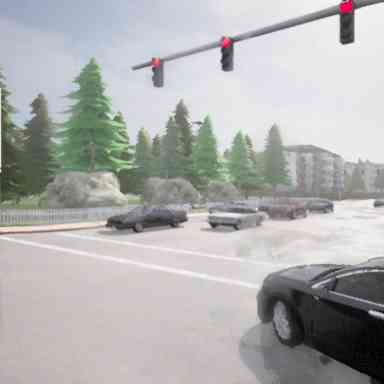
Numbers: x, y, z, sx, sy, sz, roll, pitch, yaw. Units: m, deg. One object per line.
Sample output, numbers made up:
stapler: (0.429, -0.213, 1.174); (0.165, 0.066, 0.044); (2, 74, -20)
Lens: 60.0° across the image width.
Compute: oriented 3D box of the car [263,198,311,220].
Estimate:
car: (8.182, 1.343, 28.366); (2.097, 1.767, 4.553); (1, 0, 36)

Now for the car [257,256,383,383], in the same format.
car: (2.823, 1.510, 4.005); (1.837, 1.490, 4.892); (-3, 2, -29)

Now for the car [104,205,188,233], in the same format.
car: (-2.465, 1.481, 19.610); (2.033, 1.411, 5.357); (1, 0, 39)

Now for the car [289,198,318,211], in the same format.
car: (14.480, 1.538, 42.990); (2.033, 1.411, 5.357); (1, 0, 36)

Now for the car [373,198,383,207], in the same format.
car: (28.801, 1.631, 50.530); (2.033, 1.411, 5.357); (1, 0, 36)

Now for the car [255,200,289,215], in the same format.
car: (8.364, 1.534, 34.572); (1.994, 1.385, 4.181); (1, 0, 37)

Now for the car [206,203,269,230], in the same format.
car: (2.877, 1.574, 21.048); (1.895, 1.301, 4.718); (1, 0, 36)

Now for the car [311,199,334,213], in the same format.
car: (14.285, 1.517, 36.775); (1.837, 1.490, 4.892); (1, 0, 36)

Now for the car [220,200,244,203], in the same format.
car: (3.129, 1.444, 27.359); (2.128, 1.511, 4.902); (1, 0, 36)
